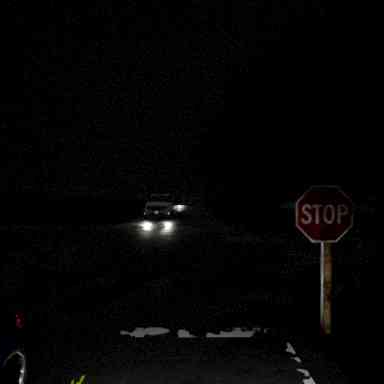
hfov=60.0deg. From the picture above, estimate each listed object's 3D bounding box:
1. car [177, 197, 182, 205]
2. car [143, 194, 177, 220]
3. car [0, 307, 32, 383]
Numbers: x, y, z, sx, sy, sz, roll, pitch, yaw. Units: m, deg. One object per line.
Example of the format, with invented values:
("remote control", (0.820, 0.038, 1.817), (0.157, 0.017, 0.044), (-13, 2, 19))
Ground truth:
("car", (-2.646, 1.371, 53.163), (1.895, 1.301, 4.718), (0, 0, 0))
("car", (-2.695, 1.169, 27.971), (2.150, 2.045, 5.566), (0, 1, 0))
("car", (-2.746, 1.564, 1.952), (1.994, 1.385, 4.181), (0, 0, 0))
